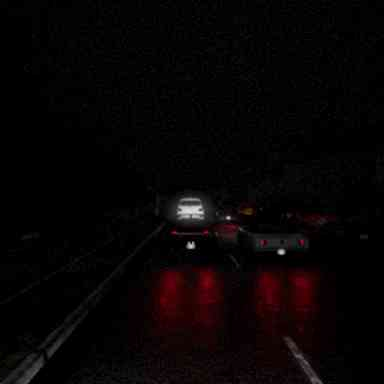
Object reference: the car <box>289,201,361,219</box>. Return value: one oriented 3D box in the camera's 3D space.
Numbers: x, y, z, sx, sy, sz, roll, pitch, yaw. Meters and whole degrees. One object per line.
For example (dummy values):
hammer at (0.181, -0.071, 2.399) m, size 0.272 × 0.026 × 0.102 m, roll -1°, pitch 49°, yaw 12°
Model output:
car at (8.023, 1.534, 18.153) m, size 4.553 × 1.767 × 2.185 m, roll 1°, pitch 0°, yaw -20°

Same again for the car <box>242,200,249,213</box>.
car at (8.071, 1.849, 33.214) m, size 5.366 × 1.575 × 1.946 m, roll 1°, pitch -1°, yaw -20°

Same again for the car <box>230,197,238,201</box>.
car at (7.840, 1.690, 39.134) m, size 5.566 × 2.045 × 2.435 m, roll 1°, pitch -1°, yaw -20°

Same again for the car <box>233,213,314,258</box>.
car at (2.964, 1.724, 13.231) m, size 1.895 × 1.301 × 4.718 m, roll 0°, pitch -1°, yaw 0°

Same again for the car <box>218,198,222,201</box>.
car at (7.758, 2.297, 60.173) m, size 4.792 × 1.488 × 2.163 m, roll 1°, pitch -1°, yaw -20°

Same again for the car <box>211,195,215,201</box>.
car at (7.636, 2.119, 72.154) m, size 5.566 × 2.045 × 2.435 m, roll 1°, pitch 0°, yaw -20°

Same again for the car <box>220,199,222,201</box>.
car at (7.753, 2.273, 57.148) m, size 4.674 × 1.452 × 2.002 m, roll 1°, pitch 0°, yaw -20°

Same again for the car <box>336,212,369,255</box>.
car at (8.052, 1.629, 12.157) m, size 4.792 × 1.488 × 2.163 m, roll 1°, pitch -1°, yaw -20°

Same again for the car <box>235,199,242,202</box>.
car at (7.706, 1.887, 36.078) m, size 5.366 × 1.575 × 1.946 m, roll 1°, pitch -1°, yaw -20°

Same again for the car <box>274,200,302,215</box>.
car at (7.942, 1.566, 21.138) m, size 4.553 × 1.767 × 2.185 m, roll 1°, pitch -1°, yaw -20°

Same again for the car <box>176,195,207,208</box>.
car at (-0.131, 1.511, 27.565) m, size 2.150 × 2.045 × 5.566 m, roll 0°, pitch 0°, yaw 0°

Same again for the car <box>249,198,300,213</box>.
car at (7.962, 1.514, 27.166) m, size 5.566 × 2.045 × 2.435 m, roll 1°, pitch -1°, yaw -20°

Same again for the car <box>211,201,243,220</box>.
car at (2.873, 1.805, 28.525) m, size 1.837 × 1.490 × 4.892 m, roll 0°, pitch 0°, yaw 0°

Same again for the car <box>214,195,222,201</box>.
car at (7.742, 2.049, 63.174) m, size 5.566 × 2.045 × 2.435 m, roll 1°, pitch -1°, yaw -20°

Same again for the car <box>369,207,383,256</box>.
car at (8.072, 1.321, 9.157) m, size 5.566 × 2.045 × 2.435 m, roll 1°, pitch -1°, yaw -20°

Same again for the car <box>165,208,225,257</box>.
car at (-0.035, 1.619, 13.494) m, size 2.128 × 1.511 × 4.902 m, roll 0°, pitch 0°, yaw 0°

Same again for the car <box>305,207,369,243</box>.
car at (8.016, 1.630, 15.142) m, size 4.892 × 1.521 × 2.231 m, roll 1°, pitch 0°, yaw -20°

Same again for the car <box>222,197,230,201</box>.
car at (7.801, 2.062, 54.162) m, size 4.553 × 1.767 × 2.185 m, roll 1°, pitch -1°, yaw -20°

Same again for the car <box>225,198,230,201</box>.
car at (7.799, 2.093, 48.149) m, size 5.008 × 1.535 × 2.097 m, roll 1°, pitch -1°, yaw -20°
